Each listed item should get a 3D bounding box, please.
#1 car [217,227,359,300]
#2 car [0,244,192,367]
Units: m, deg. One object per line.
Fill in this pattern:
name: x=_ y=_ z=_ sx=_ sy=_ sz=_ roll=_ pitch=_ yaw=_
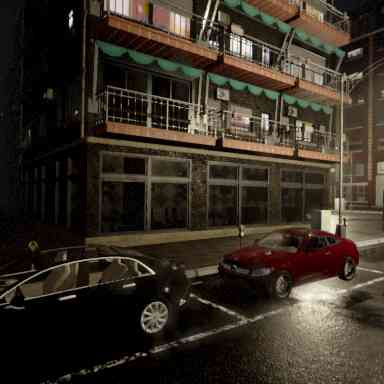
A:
car: x=2.567 y=1.584 z=8.345 sx=4.206 sy=1.307 sz=1.802 roll=0 pitch=1 yaw=-36
car: x=-2.057 y=1.551 z=5.036 sx=4.403 sy=1.369 sz=2.008 roll=0 pitch=1 yaw=-36
